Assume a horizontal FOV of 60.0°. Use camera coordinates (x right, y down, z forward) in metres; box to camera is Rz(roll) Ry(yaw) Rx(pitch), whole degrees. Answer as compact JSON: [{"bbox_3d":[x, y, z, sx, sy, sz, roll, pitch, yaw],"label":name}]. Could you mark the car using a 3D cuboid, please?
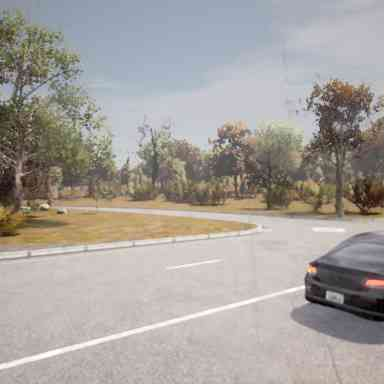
[{"bbox_3d":[4.159,1.530,6.715,4.674,1.442,1.812,0,0,-36],"label":"car"}]
